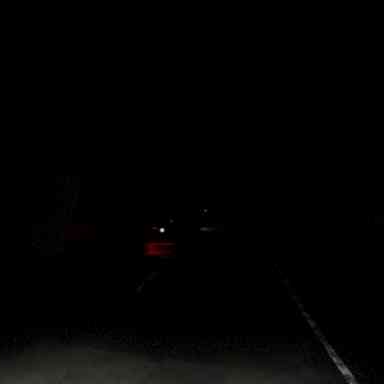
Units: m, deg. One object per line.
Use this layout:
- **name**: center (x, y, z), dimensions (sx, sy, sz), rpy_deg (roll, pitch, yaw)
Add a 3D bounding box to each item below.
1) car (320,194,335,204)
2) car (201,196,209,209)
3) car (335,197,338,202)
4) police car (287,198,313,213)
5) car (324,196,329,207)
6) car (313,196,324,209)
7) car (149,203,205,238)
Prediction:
- **car**: center (28.418, 1.437, 70.938), dimensions (2.150, 2.045, 5.566), rpy_deg (0, 0, 29)
- **car**: center (3.409, 1.724, 47.133), dimensions (2.033, 1.411, 5.357), rpy_deg (0, 0, 29)
- **car**: center (36.052, 1.840, 84.803), dimensions (1.812, 1.442, 4.674), rpy_deg (0, 0, 29)
- **police car**: center (12.932, 1.601, 40.289), dimensions (1.930, 1.638, 5.238), rpy_deg (0, 0, 29)
- **car**: center (20.580, 1.770, 54.217), dimensions (1.812, 1.442, 4.674), rpy_deg (0, 0, 29)
- **car**: center (17.691, 1.724, 48.958), dimensions (1.837, 1.490, 4.892), rpy_deg (0, 0, 29)
- **car**: center (-0.847, 1.568, 18.202), dimensions (1.837, 1.490, 4.892), rpy_deg (0, 0, 14)
